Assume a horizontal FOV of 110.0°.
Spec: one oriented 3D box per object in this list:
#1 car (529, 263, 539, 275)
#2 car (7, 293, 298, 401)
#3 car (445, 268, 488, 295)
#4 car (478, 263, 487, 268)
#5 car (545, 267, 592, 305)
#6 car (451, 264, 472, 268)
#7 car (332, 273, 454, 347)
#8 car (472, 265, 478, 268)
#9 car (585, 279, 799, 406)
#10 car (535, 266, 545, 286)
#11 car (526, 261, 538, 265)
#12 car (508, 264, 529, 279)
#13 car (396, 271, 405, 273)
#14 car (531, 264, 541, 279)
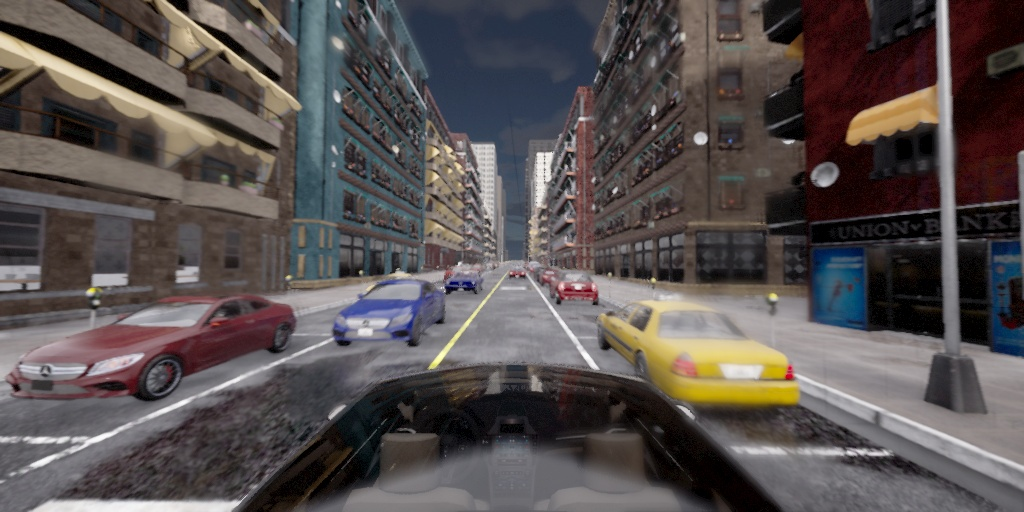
[{"bbox_3d":[3.178,1.827,39.598,1.948,1.339,4.313,0,0,1],"label":"car"},{"bbox_3d":[-5.662,1.353,6.424,1.802,1.307,4.207,0,0,1],"label":"car"},{"bbox_3d":[-2.837,1.598,22.242,1.895,1.301,4.718,0,-1,1],"label":"car"},{"bbox_3d":[-5.051,1.886,50.742,1.888,1.381,4.507,0,0,1],"label":"car"},{"bbox_3d":[2.872,1.417,17.440,1.967,1.591,4.097,0,0,1],"label":"car"},{"bbox_3d":[-5.280,1.676,34.123,1.888,1.381,4.507,0,0,1],"label":"car"},{"bbox_3d":[-3.007,1.360,9.784,1.812,1.442,4.674,0,-1,1],"label":"car"},{"bbox_3d":[-5.204,1.641,39.663,1.967,1.591,4.097,0,0,1],"label":"car"},{"bbox_3d":[2.721,1.357,6.530,1.751,1.417,4.829,0,0,1],"label":"car"},{"bbox_3d":[3.024,1.702,28.519,1.802,1.307,4.207,0,0,1],"label":"car"},{"bbox_3d":[3.330,1.841,50.678,1.967,1.591,4.097,0,0,1],"label":"car"},{"bbox_3d":[0.572,1.837,39.111,1.895,1.301,4.718,0,-1,1],"label":"car"},{"bbox_3d":[-5.512,1.442,17.334,1.751,1.417,4.829,0,0,1],"label":"car"},{"bbox_3d":[3.101,1.757,34.059,1.948,1.339,4.313,0,0,1],"label":"car"}]
